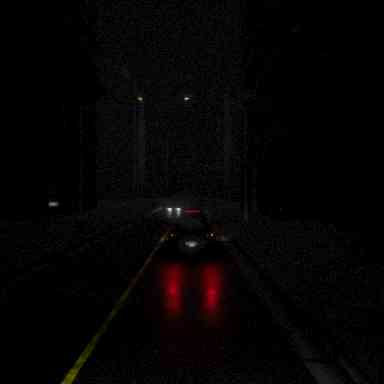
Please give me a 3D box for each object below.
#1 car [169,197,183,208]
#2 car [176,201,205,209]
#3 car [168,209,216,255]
[{"bbox_3d":[-3.061,2.033,58.622,1.837,1.490,4.892,0,-1,0],"label":"car"},{"bbox_3d":[-0.005,1.765,28.508,2.128,1.511,4.902,0,0,0],"label":"car"},{"bbox_3d":[0.010,1.663,13.895,1.812,1.442,4.674,0,0,0],"label":"car"}]
